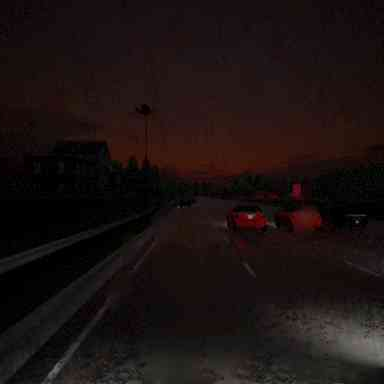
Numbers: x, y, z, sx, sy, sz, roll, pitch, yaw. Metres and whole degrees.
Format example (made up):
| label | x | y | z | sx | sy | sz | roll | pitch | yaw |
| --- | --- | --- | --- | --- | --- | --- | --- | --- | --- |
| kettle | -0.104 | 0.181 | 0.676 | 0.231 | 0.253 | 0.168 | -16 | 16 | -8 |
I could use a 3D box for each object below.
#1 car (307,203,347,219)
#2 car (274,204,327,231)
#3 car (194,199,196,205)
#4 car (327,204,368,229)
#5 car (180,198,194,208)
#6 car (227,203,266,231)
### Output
| label | x | y | z | sx | sy | sz | roll | pitch | yaw |
| --- | --- | --- | --- | --- | --- | --- | --- | --- | --- |
| car | 14.098 | 1.932 | 35.170 | 2.033 | 1.411 | 5.357 | 0 | -1 | 0 |
| car | 7.099 | 1.600 | 22.680 | 2.097 | 1.767 | 4.553 | 0 | -1 | 0 |
| car | -0.004 | 2.261 | 79.715 | 2.033 | 1.411 | 5.357 | 0 | -1 | 0 |
| car | 10.598 | 1.751 | 23.753 | 2.128 | 1.511 | 4.902 | 0 | -1 | 0 |
| car | -1.230 | 2.039 | 62.993 | 2.097 | 1.767 | 4.553 | 0 | -1 | 0 |
| car | 3.598 | 1.600 | 22.621 | 2.097 | 1.767 | 4.553 | 0 | -1 | 0 |
